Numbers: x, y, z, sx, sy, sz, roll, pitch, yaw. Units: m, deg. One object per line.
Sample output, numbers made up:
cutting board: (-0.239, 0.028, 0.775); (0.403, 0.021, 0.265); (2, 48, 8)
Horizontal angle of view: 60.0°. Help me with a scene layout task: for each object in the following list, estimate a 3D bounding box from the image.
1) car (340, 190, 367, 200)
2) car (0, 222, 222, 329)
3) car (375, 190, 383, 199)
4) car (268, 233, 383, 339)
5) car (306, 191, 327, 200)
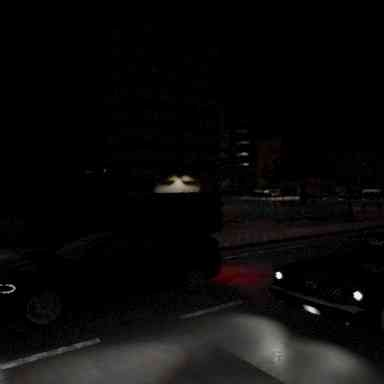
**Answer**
car: (35.093, 0.934, 72.360); (1.970, 1.475, 3.806); (0, 0, -36)
car: (-1.634, 1.460, 7.106); (5.008, 1.535, 1.882); (0, 0, -35)
car: (48.802, 0.581, 82.235); (1.932, 1.855, 4.605); (0, 0, -36)
car: (3.720, 1.556, 6.604); (4.718, 1.301, 1.895); (-1, 0, -35)
car: (33.387, 0.847, 89.685); (1.784, 1.438, 3.905); (0, 0, -36)
